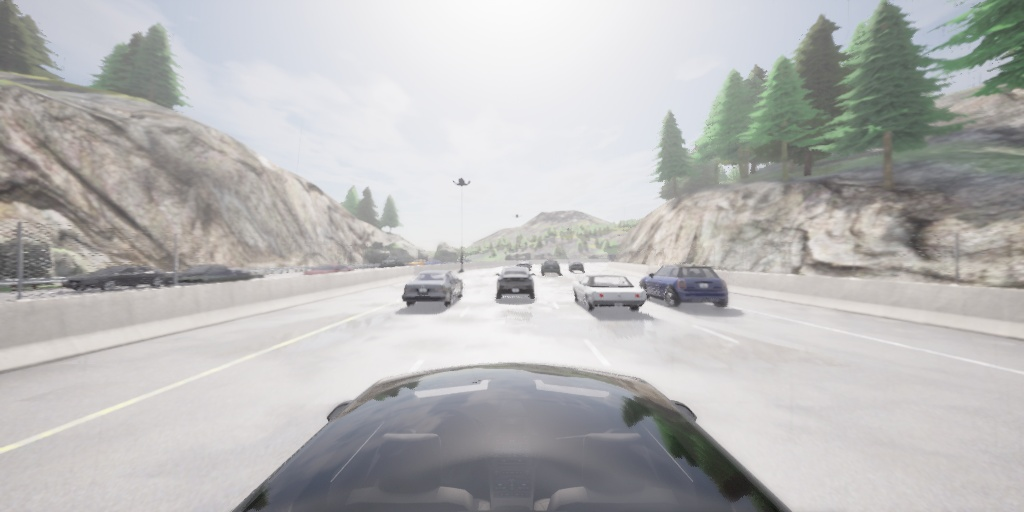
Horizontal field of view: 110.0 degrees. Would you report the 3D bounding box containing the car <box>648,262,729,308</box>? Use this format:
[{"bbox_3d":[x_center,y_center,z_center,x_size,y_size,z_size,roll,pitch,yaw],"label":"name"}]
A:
[{"bbox_3d":[7.155,1.139,15.469,2.097,1.767,4.553,0,0,0],"label":"car"}]

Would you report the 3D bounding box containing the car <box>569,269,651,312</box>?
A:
[{"bbox_3d":[3.648,1.388,14.432,1.895,1.301,4.718,0,0,0],"label":"car"}]

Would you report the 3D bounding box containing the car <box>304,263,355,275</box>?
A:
[{"bbox_3d":[-13.909,1.319,27.513,1.882,1.535,5.008,0,0,1],"label":"car"}]

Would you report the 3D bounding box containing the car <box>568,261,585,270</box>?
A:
[{"bbox_3d":[8.461,1.390,47.017,1.837,1.490,4.892,-1,0,7],"label":"car"}]

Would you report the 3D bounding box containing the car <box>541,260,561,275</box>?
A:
[{"bbox_3d":[4.379,1.219,40.558,2.097,1.767,4.553,0,0,5],"label":"car"}]

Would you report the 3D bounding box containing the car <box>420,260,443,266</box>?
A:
[{"bbox_3d":[-13.798,1.414,62.873,1.882,1.535,5.008,0,0,11],"label":"car"}]

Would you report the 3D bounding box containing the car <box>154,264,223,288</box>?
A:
[{"bbox_3d":[-20.955,1.315,24.581,1.882,1.535,5.008,0,0,1],"label":"car"}]

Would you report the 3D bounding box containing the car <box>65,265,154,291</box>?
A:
[{"bbox_3d":[-24.474,1.339,22.483,1.837,1.490,4.892,0,0,1],"label":"car"}]

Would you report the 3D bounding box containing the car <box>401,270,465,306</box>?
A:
[{"bbox_3d":[-3.342,1.345,16.023,2.033,1.411,5.357,0,0,0],"label":"car"}]

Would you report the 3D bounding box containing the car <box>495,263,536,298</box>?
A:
[{"bbox_3d":[0.175,1.309,18.743,1.837,1.490,4.892,0,0,0],"label":"car"}]

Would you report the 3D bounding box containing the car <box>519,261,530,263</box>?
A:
[{"bbox_3d":[1.902,1.393,50.671,2.128,1.511,4.902,0,0,9],"label":"car"}]

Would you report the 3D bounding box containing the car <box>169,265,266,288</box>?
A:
[{"bbox_3d":[-17.491,1.427,21.817,1.895,1.301,4.718,0,0,1],"label":"car"}]
